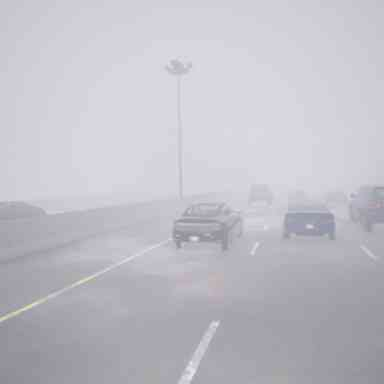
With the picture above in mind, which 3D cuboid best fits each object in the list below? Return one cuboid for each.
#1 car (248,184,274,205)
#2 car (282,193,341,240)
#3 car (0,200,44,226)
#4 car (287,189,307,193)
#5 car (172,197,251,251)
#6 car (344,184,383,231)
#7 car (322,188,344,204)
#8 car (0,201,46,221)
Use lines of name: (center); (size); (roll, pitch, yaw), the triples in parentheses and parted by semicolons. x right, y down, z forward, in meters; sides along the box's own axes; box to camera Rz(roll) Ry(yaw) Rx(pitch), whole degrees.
car: (7.102, 0.204, 34.155); (2.150, 2.045, 5.566); (-1, 2, 16)
car: (4.932, 1.015, 14.325); (1.882, 1.535, 5.008); (-1, 2, 16)
car: (-11.672, 1.260, 20.596); (1.895, 1.301, 4.718); (-1, 2, 16)
car: (10.664, 0.434, 33.856); (1.837, 1.490, 4.892); (-1, 2, 16)
car: (0.757, 1.147, 12.534); (2.128, 1.511, 4.902); (-1, 2, 16)
car: (9.053, 0.646, 15.943); (2.150, 2.045, 5.566); (-1, 2, 16)
car: (13.966, 0.395, 32.680); (2.128, 1.511, 4.902); (-1, 2, 16)
car: (-9.318, 1.226, 16.192); (2.128, 1.511, 4.902); (-1, 1, 16)
